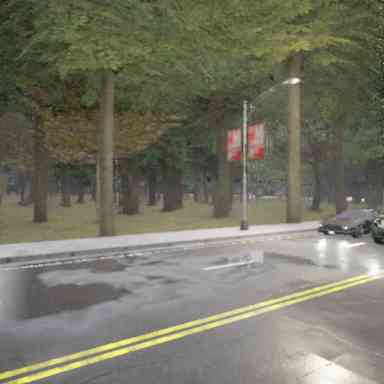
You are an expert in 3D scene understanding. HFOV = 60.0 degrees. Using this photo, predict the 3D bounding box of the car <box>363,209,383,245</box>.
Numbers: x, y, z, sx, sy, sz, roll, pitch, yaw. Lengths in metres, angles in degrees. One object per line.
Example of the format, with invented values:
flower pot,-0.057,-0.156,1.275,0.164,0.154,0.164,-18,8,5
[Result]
car,10.364,1.319,15.077,5.566,2.045,2.150,0,0,-35

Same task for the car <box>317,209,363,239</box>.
car,9.141,1.652,18.195,5.357,1.411,2.033,0,0,-36
